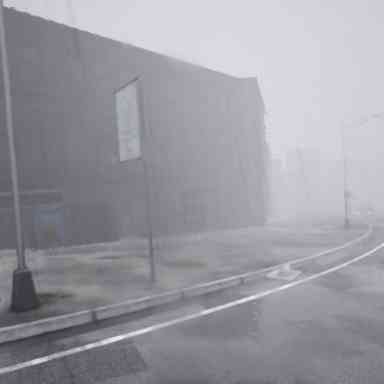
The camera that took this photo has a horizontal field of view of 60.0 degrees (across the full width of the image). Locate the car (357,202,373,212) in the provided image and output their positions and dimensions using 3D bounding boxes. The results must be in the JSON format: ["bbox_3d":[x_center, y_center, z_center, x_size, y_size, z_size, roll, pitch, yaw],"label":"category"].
[{"bbox_3d":[29.285,2.449,56.314,2.097,1.767,4.553,-2,-2,33],"label":"car"}]
